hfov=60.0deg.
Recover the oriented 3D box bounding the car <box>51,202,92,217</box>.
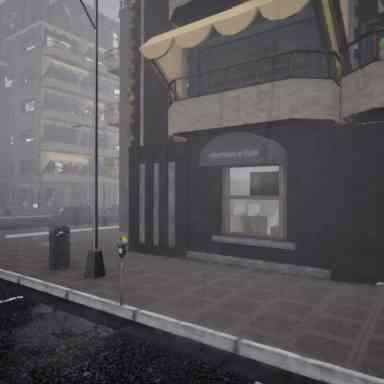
[{"bbox_3d":[-12.738,1.821,35.264,1.967,1.590,4.097,-1,-1,35],"label":"car"}]

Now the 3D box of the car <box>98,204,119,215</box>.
[{"bbox_3d":[-9.457,2.063,39.890,1.802,1.307,4.206,-1,-1,35],"label":"car"}]
